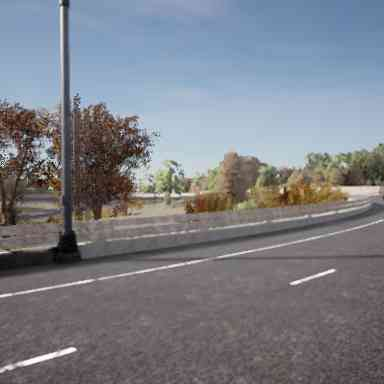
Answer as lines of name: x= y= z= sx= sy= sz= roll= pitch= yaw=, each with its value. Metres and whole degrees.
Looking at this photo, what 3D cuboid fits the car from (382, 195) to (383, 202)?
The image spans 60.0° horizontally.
car: x=35.152 y=0.909 z=58.863 sx=1.837 sy=1.490 sz=4.892 roll=-1 pitch=0 yaw=16
